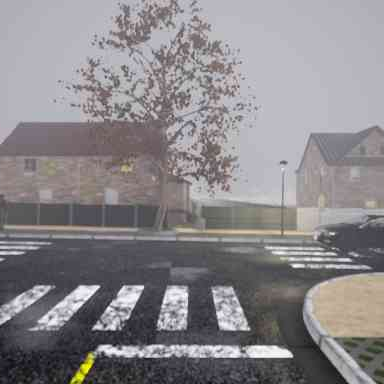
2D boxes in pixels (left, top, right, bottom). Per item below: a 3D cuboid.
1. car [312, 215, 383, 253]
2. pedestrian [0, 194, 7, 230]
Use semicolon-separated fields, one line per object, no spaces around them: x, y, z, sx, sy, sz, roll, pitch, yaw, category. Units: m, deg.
7.666;1.714;14.026;4.902;1.511;2.128;1;0;0;car
-9.673;1.016;16.862;0.375;1.860;0.375;0;-2;0;pedestrian
